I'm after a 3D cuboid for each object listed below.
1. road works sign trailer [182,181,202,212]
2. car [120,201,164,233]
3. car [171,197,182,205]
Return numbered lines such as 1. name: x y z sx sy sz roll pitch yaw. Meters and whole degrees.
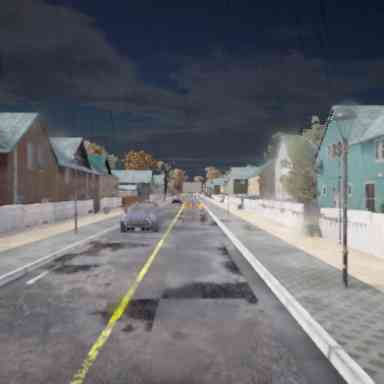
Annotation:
1. road works sign trailer: 0.012 0.472 39.287 2.380 3.560 2.880 0 0 0
2. car: -2.842 1.360 19.635 2.097 1.767 4.553 0 0 0
3. car: -2.764 1.603 60.908 1.895 1.301 4.718 0 0 1
